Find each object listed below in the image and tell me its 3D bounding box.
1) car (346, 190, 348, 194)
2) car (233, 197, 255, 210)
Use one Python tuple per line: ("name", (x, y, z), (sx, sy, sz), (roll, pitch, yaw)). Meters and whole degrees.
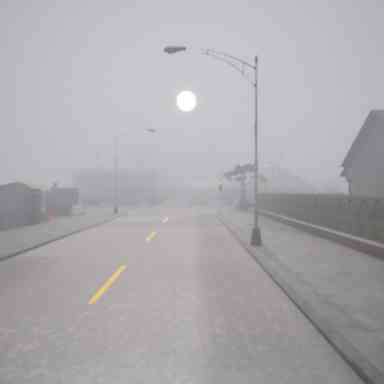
("car", (38.051, 0.571, 79.257), (1.905, 1.878, 3.866), (0, 0, 0))
("car", (7.105, 1.327, 38.860), (4.674, 1.442, 1.812), (0, 0, -12))
